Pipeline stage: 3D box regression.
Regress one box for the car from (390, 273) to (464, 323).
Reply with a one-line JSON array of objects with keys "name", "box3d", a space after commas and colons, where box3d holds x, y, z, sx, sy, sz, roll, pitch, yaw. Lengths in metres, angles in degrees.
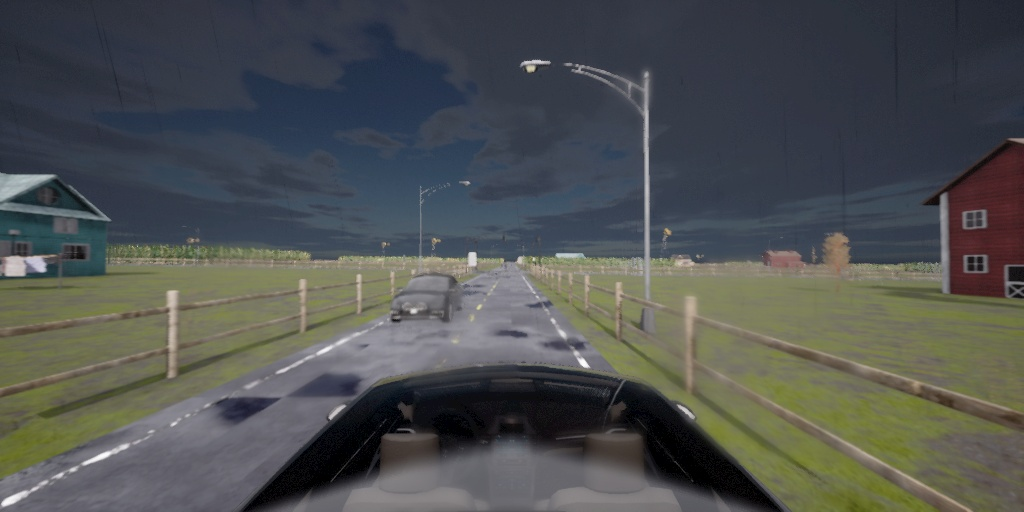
[{"name": "car", "box3d": [-2.850, 1.408, 12.903, 1.837, 1.490, 4.892, 0, -1, 0]}]
